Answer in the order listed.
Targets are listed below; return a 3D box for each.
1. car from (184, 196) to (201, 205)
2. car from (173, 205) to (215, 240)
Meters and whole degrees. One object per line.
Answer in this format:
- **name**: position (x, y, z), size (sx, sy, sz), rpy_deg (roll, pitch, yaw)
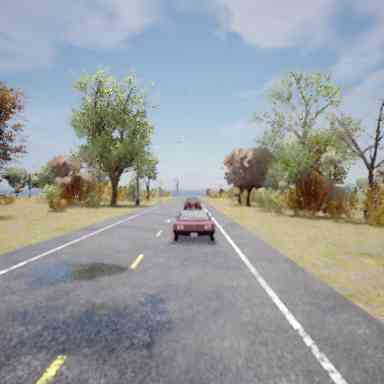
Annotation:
- **car**: position (0.076, 1.321, 40.542), size (2.097, 1.767, 4.553), rpy_deg (0, 0, 0)
- **car**: position (0.091, 1.566, 16.686), size (1.895, 1.301, 4.718), rpy_deg (0, 0, 0)
